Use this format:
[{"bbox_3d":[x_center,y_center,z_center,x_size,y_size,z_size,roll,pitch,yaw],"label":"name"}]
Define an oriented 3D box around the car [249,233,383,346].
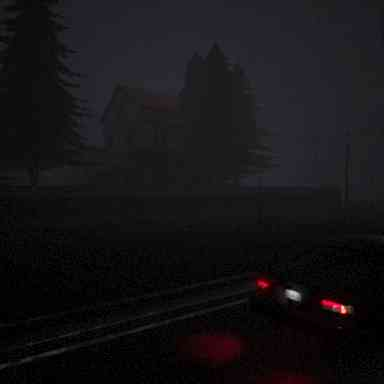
[{"bbox_3d":[3.499,1.512,6.238,5.357,1.411,2.033,0,0,-35],"label":"car"}]
